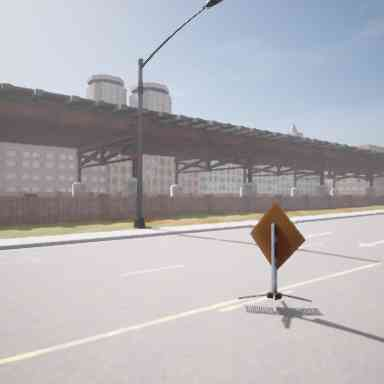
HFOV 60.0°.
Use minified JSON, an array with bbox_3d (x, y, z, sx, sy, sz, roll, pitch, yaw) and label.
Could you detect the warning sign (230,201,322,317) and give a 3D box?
[{"bbox_3d":[1.554,1.119,6.281,1.060,1.860,1.300,1,-1,-36],"label":"warning sign"}]
